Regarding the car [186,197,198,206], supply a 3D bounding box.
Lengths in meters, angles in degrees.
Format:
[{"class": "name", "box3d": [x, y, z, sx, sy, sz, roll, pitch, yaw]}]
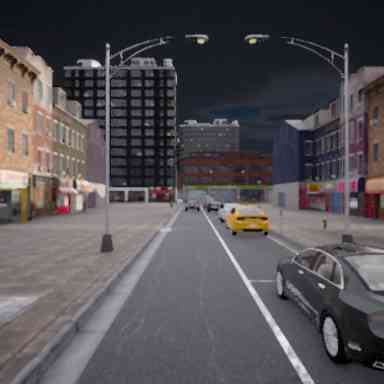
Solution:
[{"class": "car", "box3d": [-0.019, 1.655, 57.483, 2.128, 1.511, 4.902, 0, 0, -1]}]

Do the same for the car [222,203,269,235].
[{"class": "car", "box3d": [3.016, 1.498, 18.890, 1.882, 1.535, 5.008, 0, 0, 0]}]

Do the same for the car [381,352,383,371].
[{"class": "car", "box3d": [2.647, 1.315, 0.183, 2.192, 1.841, 5.009, 1, 0, 0]}]

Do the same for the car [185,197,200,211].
[{"class": "car", "box3d": [0.067, 1.643, 42.447, 2.033, 1.411, 5.357, 0, 0, 0]}]

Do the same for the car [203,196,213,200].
[{"class": "car", "box3d": [2.644, 1.628, 44.140, 1.752, 1.417, 4.829, 0, 0, 0]}]

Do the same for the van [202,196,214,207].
[{"class": "van", "box3d": [2.645, 1.493, 54.920, 1.690, 1.788, 3.998, 0, 0, 0]}]

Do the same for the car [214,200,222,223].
[{"class": "car", "box3d": [3.025, 1.563, 25.891, 1.812, 1.442, 4.674, 0, 0, 0]}]

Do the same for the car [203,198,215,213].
[{"class": "car", "box3d": [2.643, 1.645, 38.496, 1.947, 1.339, 4.313, 0, 0, 0]}]

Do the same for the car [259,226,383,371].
[{"class": "car", "box3d": [2.645, 1.553, 5.657, 2.008, 1.369, 4.403, 1, 0, 0]}]
